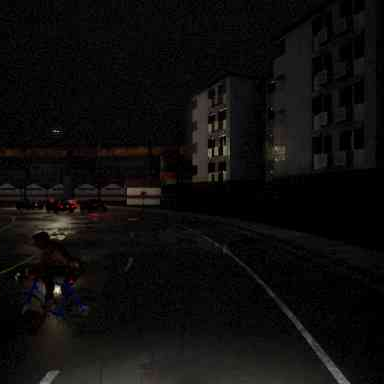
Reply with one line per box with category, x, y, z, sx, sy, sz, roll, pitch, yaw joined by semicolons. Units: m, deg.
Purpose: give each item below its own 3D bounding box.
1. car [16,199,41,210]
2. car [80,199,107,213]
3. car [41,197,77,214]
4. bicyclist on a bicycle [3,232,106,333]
car;-20.928;1.564;42.799;4.181;1.385;1.994;0;0;40
car;-11.183;1.526;37.742;1.812;1.442;4.674;0;0;-37
car;-14.390;1.547;36.269;2.033;1.411;5.357;0;0;-38
bicyclist on a bicycle;-2.211;1.455;5.305;1.656;1.620;0.582;-2;0;0
